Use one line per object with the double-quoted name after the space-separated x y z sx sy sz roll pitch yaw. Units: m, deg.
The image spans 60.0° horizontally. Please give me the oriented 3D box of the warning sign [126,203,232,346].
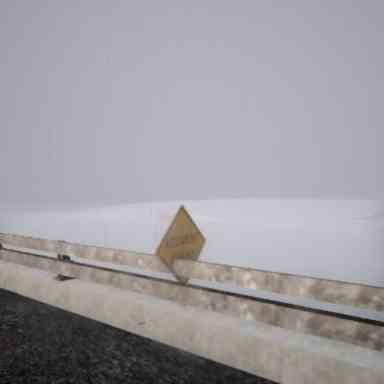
-0.168 1.128 5.265 1.060 1.860 1.300 -1 0 36 "warning sign"
